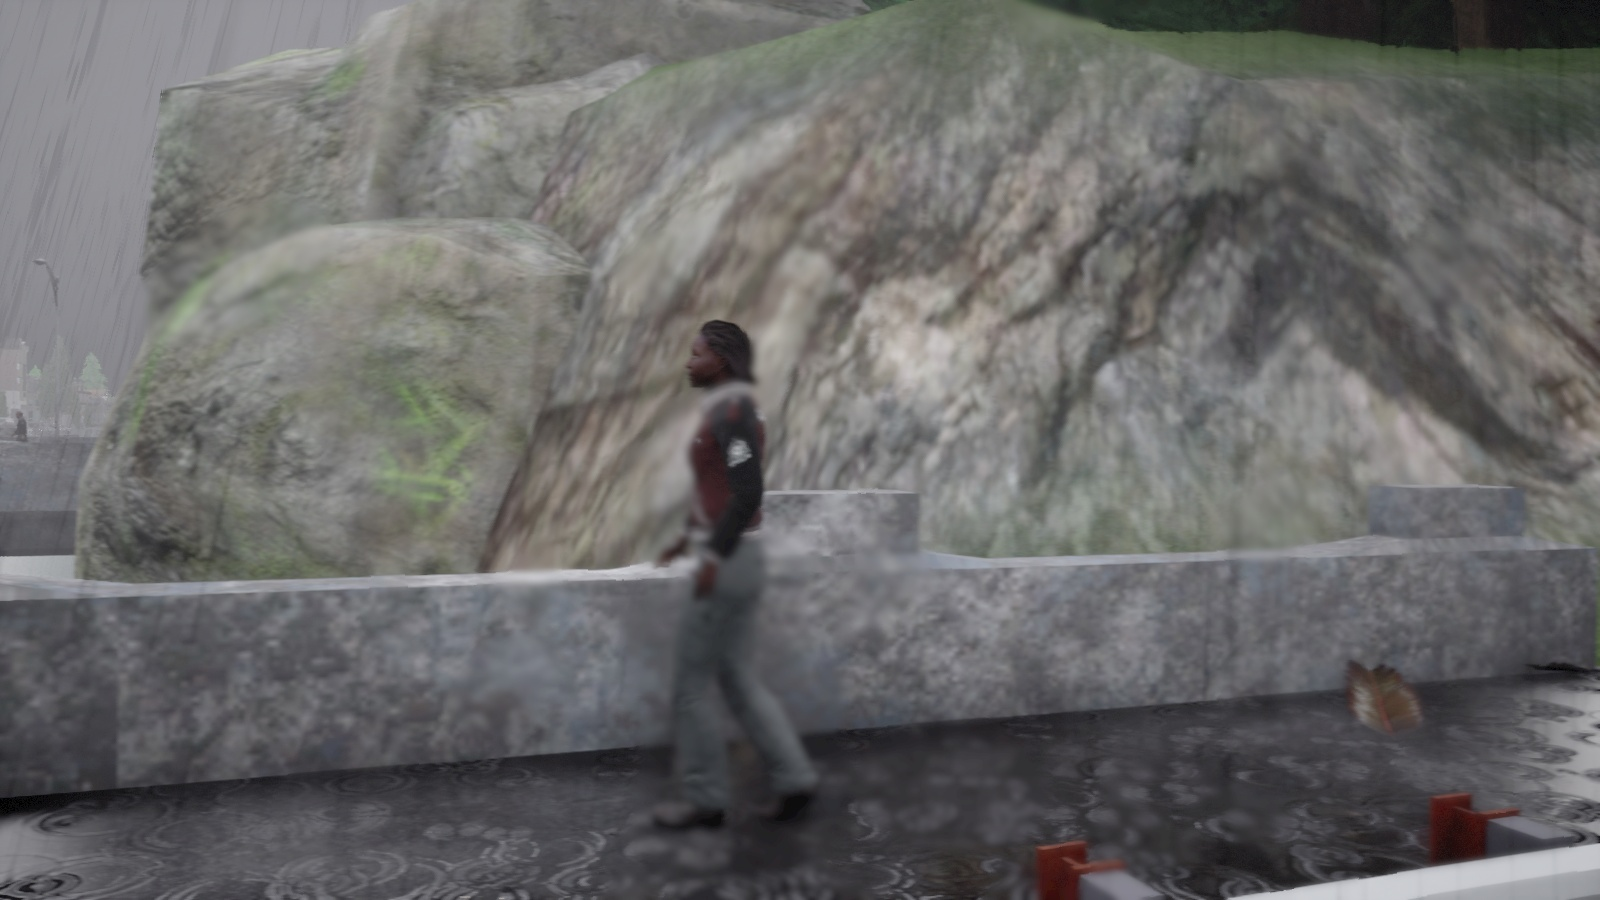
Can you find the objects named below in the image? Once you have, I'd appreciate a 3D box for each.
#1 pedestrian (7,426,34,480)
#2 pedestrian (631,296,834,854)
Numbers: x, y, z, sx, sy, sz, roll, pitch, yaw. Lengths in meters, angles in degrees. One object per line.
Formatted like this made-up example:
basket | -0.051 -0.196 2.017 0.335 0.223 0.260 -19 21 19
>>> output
pedestrian | -26.593 0.098 42.847 0.720 1.854 0.376 -1 1 -21
pedestrian | -0.230 0.436 4.562 0.666 1.930 0.402 -1 1 5
